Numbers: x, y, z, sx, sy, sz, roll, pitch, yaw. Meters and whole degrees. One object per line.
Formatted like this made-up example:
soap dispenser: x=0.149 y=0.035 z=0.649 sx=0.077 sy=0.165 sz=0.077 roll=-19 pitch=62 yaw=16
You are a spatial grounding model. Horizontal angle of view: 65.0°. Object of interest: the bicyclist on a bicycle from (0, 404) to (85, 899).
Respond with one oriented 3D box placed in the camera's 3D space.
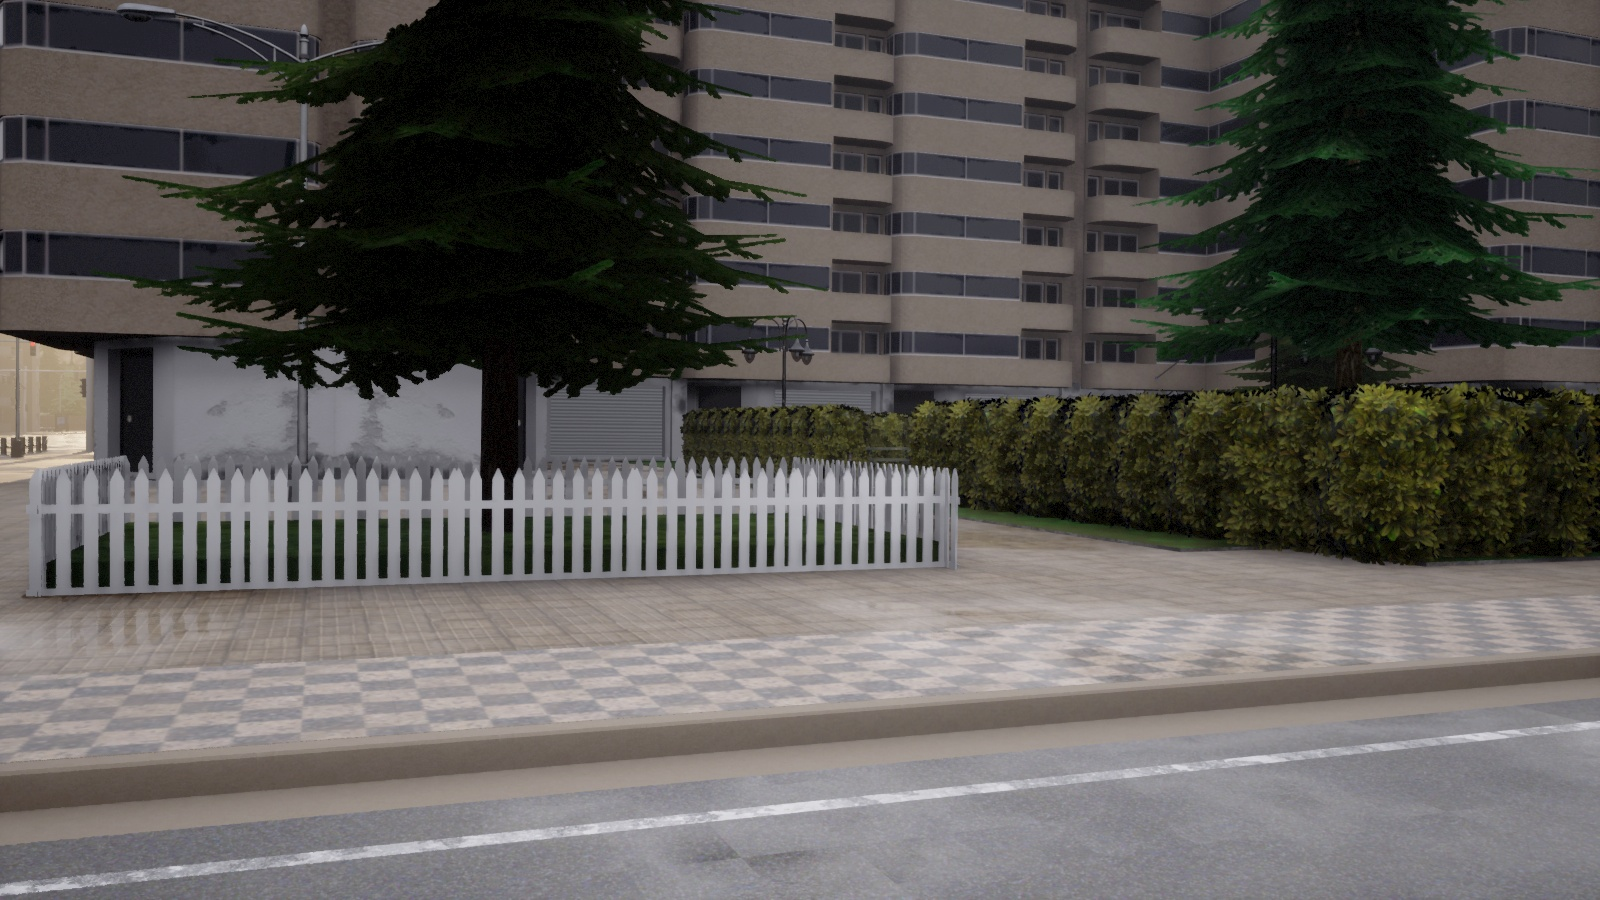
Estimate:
bicyclist on a bicycle: x=-2.339 y=0.738 z=2.351 sx=1.656 sy=1.620 sz=0.582 roll=-1 pitch=1 yaw=-21
